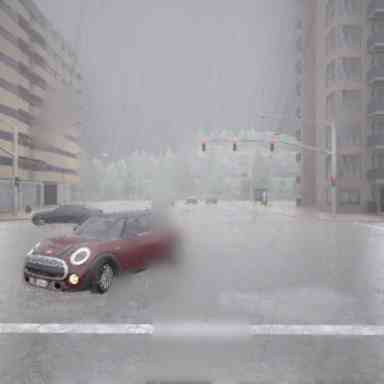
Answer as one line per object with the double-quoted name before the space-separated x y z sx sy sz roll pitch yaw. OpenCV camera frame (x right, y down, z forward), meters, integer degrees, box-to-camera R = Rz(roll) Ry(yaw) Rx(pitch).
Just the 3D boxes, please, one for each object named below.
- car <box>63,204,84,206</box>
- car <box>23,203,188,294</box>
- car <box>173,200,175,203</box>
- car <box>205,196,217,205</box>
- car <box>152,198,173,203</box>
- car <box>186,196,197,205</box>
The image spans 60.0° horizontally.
"car" -8.149 1.515 22.074 4.674 1.442 1.812 0 0 1
"car" -2.101 1.348 9.042 2.097 1.767 4.553 0 0 30
"car" -3.574 1.541 48.948 1.994 1.385 4.181 0 0 0
"car" 3.488 1.477 60.174 1.837 1.490 4.892 0 0 0
"car" -3.576 1.508 38.866 1.812 1.442 4.674 0 0 0
"car" -0.012 1.498 60.173 1.812 1.442 4.674 0 0 0
